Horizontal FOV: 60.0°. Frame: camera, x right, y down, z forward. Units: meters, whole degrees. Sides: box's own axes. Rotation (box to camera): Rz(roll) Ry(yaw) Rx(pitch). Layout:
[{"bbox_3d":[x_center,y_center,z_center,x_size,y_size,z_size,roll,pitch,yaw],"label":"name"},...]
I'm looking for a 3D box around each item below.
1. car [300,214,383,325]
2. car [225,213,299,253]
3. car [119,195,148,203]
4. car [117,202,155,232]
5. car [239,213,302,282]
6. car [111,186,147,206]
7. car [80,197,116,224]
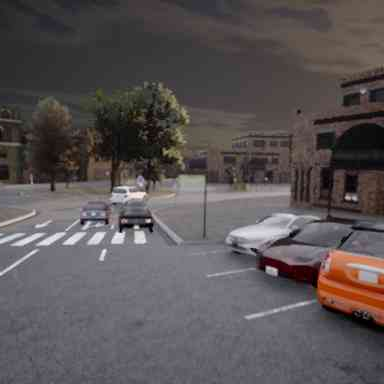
[{"bbox_3d":[4.498,1.345,6.168,4.553,1.767,2.185,1,0,-31],"label":"car"},{"bbox_3d":[3.384,1.487,11.970,4.674,1.452,2.002,1,0,-31],"label":"car"},{"bbox_3d":[-4.850,1.255,28.716,1.895,1.301,4.718,1,2,-6],"label":"car"},{"bbox_3d":[-3.299,1.513,19.399,1.895,1.301,4.718,0,1,-11],"label":"car"},{"bbox_3d":[3.930,1.488,9.058,4.792,1.488,2.163,1,0,-31],"label":"car"},{"bbox_3d":[-6.829,0.381,36.774,2.150,2.045,5.566,2,5,16],"label":"car"},{"bbox_3d":[-6.611,1.371,23.228,2.033,1.411,5.357,0,1,-11],"label":"car"}]
